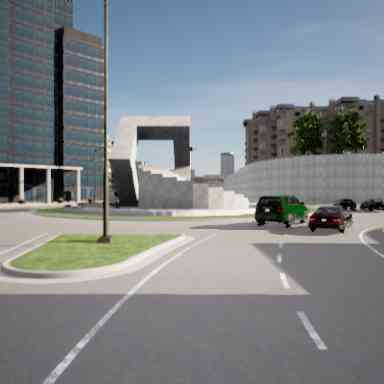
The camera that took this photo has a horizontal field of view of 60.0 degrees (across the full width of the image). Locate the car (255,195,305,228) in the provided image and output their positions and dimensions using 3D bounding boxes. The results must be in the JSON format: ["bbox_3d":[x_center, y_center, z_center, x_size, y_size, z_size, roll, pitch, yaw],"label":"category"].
[{"bbox_3d":[6.274,1.244,22.860,2.150,2.045,5.566,-1,-1,36],"label":"car"}]

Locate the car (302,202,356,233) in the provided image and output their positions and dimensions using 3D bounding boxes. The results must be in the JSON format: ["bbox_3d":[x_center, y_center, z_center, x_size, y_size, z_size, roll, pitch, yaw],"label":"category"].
[{"bbox_3d":[8.474,1.568,20.057,2.033,1.411,5.357,0,0,32],"label":"car"}]

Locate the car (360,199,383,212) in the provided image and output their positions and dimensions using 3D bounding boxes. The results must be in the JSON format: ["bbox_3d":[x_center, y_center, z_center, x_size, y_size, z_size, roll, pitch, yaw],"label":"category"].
[{"bbox_3d":[21.454,1.531,39.395,2.128,1.511,4.902,0,0,10],"label":"car"}]

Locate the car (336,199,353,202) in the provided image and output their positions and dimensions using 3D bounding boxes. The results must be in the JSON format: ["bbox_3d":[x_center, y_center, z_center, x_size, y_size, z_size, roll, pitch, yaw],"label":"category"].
[{"bbox_3d":[17.998,1.544,39.465,1.837,1.490,4.892,1,0,12],"label":"car"}]
